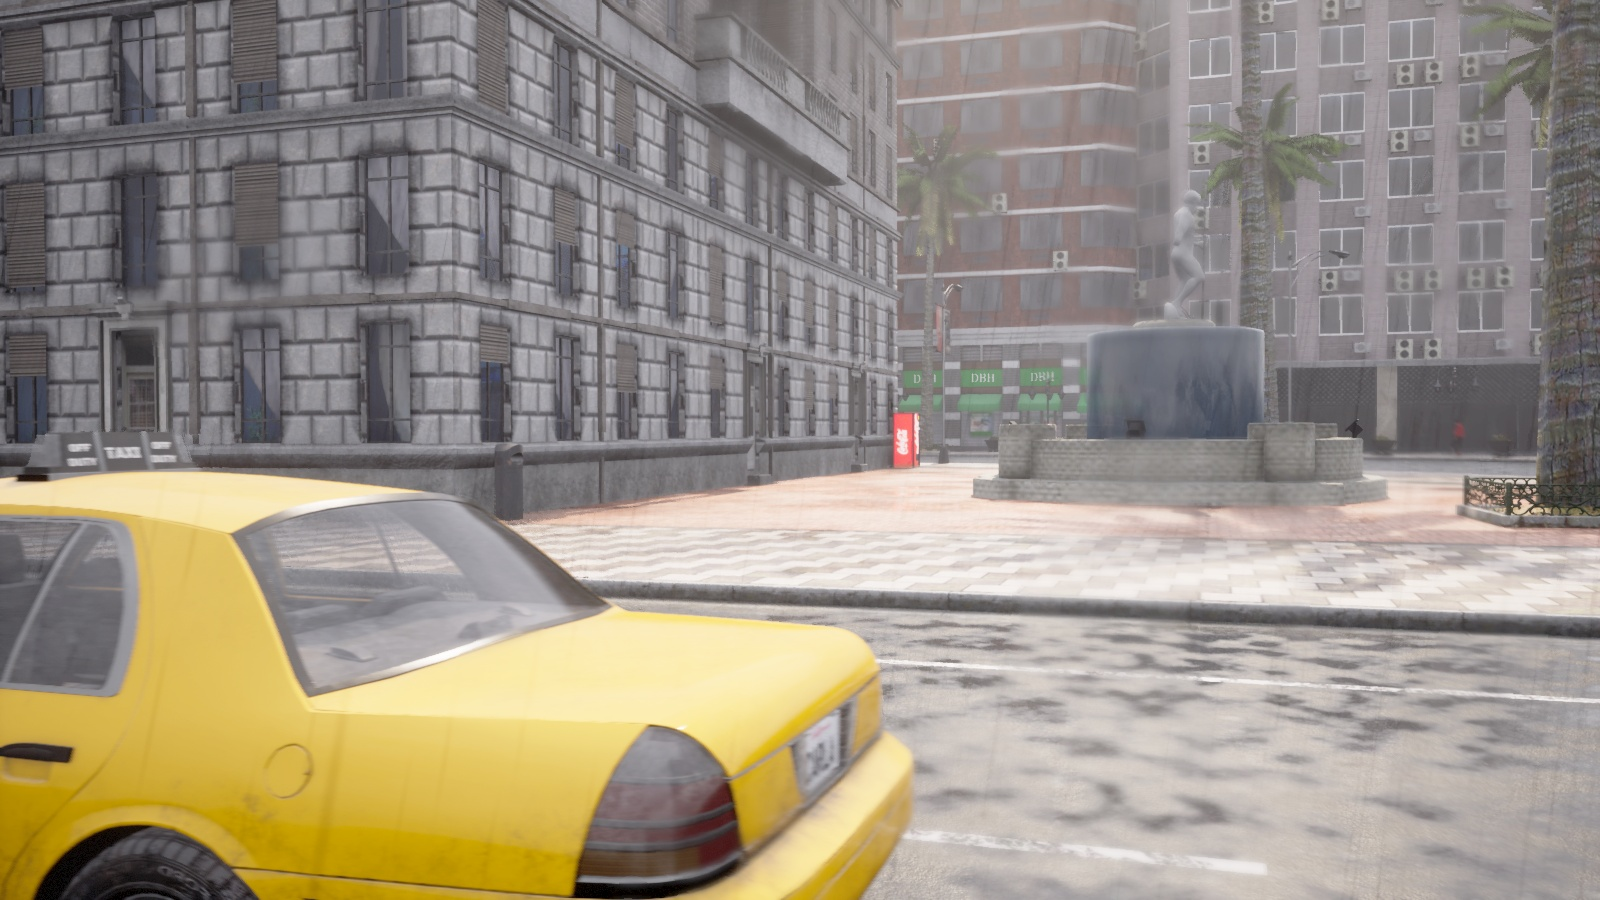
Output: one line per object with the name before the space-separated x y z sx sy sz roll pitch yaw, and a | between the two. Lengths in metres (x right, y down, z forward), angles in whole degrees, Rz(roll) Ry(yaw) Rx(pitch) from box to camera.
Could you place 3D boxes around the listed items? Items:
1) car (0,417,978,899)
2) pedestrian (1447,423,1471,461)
car | -2.278 0.694 3.917 5.366 1.575 1.801 1 1 18
pedestrian | 32.375 -0.383 61.681 0.899 1.844 0.634 1 1 43
